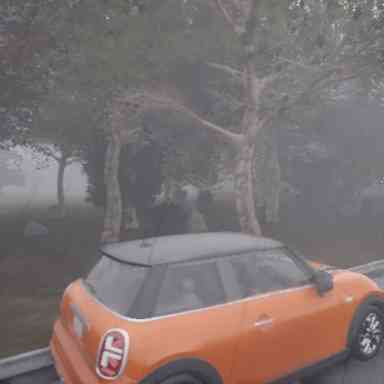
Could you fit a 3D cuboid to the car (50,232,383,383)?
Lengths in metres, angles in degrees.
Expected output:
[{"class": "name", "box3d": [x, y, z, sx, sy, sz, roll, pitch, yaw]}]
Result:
[{"class": "car", "box3d": [0.642, 1.349, 4.484, 4.553, 1.767, 2.185, 0, 2, -33]}]
